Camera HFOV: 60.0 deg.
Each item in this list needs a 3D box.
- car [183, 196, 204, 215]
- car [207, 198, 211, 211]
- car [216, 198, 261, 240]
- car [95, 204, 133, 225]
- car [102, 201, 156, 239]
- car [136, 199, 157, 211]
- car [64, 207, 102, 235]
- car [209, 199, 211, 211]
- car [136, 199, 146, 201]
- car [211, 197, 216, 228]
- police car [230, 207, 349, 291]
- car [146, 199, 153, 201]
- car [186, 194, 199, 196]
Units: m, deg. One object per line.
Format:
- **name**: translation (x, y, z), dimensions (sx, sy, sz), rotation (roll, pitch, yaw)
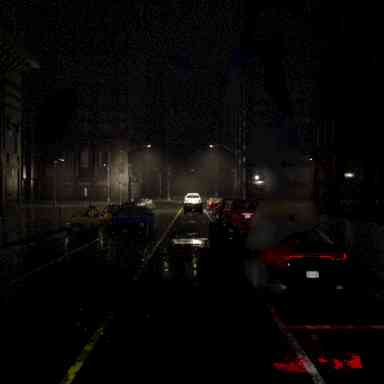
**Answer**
- **car**: translation (0.142, 1.504, 34.245), dimensions (2.128, 1.511, 4.902), rotation (0, 0, 1)
- **car**: translation (2.858, 1.458, 41.608), dimensions (1.967, 1.590, 4.097), rotation (0, 0, 0)
- **car**: translation (2.804, 1.318, 19.063), dimensions (2.192, 1.841, 5.009), rotation (0, 0, 0)
- **car**: translation (-5.706, 1.588, 24.717), dimensions (1.802, 1.307, 4.206), rotation (0, 0, 0)
- **car**: translation (-3.058, 1.480, 17.669), dimensions (1.882, 1.535, 5.008), rotation (0, 0, 0)
- **car**: translation (-5.666, 1.569, 41.627), dimensions (2.008, 1.369, 4.403), rotation (0, 0, 0)
- **car**: translation (-5.721, 1.528, 18.910), dimensions (1.752, 1.417, 4.829), rotation (0, 0, 0)
- **car**: translation (2.832, 1.575, 30.336), dimensions (1.947, 1.339, 4.313), rotation (0, 0, 0)
- **car**: translation (-5.693, 1.575, 30.353), dimensions (1.947, 1.339, 4.313), rotation (0, 0, 0)
- **car**: translation (2.817, 1.321, 24.699), dimensions (2.192, 1.841, 5.009), rotation (0, 0, 0)
- **police car**: translation (2.389, 1.425, 9.155), dimensions (1.930, 1.638, 5.238), rotation (0, 0, 0)
- **car**: translation (-5.680, 1.580, 35.990), dimensions (1.947, 1.339, 4.313), rotation (0, 0, 0)
- **car**: translation (0.107, 1.242, 44.269), dimensions (2.150, 2.045, 5.566), rotation (0, 0, 0)
